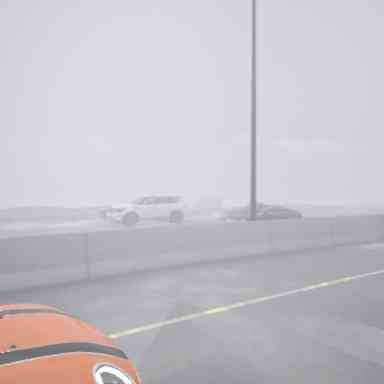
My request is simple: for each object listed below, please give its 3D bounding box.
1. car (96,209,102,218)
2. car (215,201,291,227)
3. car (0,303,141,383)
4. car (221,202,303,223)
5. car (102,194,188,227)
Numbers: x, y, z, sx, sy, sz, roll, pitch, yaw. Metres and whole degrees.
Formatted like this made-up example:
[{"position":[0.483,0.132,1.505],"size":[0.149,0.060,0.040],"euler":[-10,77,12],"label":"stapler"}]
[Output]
[{"position":[-4.866,1.537,25.684],"size":[4.718,1.301,1.895],"euler":[0,0,-31],"label":"car"},{"position":[4.248,1.452,22.865],"size":[4.902,1.511,2.128],"euler":[0,0,-29],"label":"car"},{"position":[-2.496,1.341,1.855],"size":[4.553,1.767,2.097],"euler":[0,0,-36],"label":"car"},{"position":[4.065,1.460,18.752],"size":[4.902,1.511,2.128],"euler":[0,0,-29],"label":"car"},{"position":[-2.908,1.168,22.786],"size":[5.566,2.045,2.150],"euler":[0,0,-31],"label":"car"}]
